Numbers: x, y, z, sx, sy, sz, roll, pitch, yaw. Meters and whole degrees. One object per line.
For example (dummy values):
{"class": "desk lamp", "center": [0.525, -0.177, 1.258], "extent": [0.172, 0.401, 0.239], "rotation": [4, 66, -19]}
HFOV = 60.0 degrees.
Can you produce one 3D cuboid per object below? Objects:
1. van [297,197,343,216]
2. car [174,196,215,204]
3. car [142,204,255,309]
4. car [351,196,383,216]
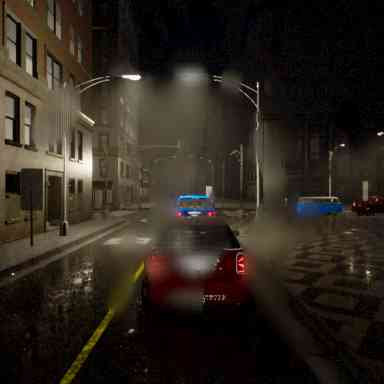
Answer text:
{"class": "van", "center": [11.780, 1.350, 30.766], "extent": [3.998, 1.788, 1.690], "rotation": [0, 0, -1]}
{"class": "car", "center": [0.132, 1.208, 17.887], "extent": [2.150, 2.045, 5.566], "rotation": [0, 0, 0]}
{"class": "car", "center": [0.116, 1.347, 8.030], "extent": [2.097, 1.767, 4.553], "rotation": [0, 0, 0]}
{"class": "car", "center": [17.421, 1.323, 30.842], "extent": [5.009, 1.841, 2.192], "rotation": [0, 0, -1]}
